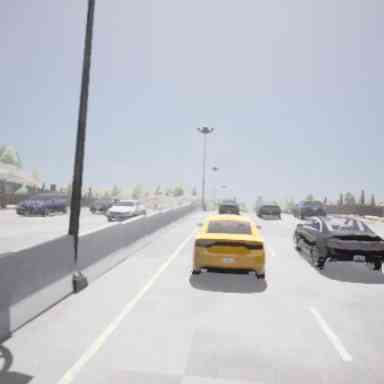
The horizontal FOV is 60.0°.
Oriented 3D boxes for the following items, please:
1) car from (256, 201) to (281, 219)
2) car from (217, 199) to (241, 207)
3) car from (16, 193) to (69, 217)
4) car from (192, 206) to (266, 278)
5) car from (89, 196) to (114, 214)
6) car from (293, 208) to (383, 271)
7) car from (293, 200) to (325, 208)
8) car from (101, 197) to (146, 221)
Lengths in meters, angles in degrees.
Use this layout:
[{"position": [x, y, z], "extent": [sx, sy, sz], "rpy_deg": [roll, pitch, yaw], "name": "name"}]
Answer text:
[{"position": [6.884, 1.545, 30.244], "extent": [2.128, 1.511, 4.902], "rpy_deg": [2, 0, 6], "name": "car"}, {"position": [3.387, 1.459, 30.457], "extent": [1.837, 1.490, 4.892], "rpy_deg": [2, 0, 6], "name": "car"}, {"position": [-11.408, 0.905, 25.692], "extent": [2.097, 1.767, 4.553], "rpy_deg": [2, 0, 7], "name": "car"}, {"position": [1.135, 1.454, 10.298], "extent": [1.882, 1.535, 5.008], "rpy_deg": [2, 0, 6], "name": "car"}, {"position": [-7.435, 1.140, 29.610], "extent": [2.128, 1.511, 4.902], "rpy_deg": [2, 0, 7], "name": "car"}, {"position": [4.771, 1.561, 11.328], "extent": [2.128, 1.511, 4.902], "rpy_deg": [2, 0, 6], "name": "car"}, {"position": [10.318, 1.498, 29.439], "extent": [2.097, 1.767, 4.553], "rpy_deg": [2, 0, 6], "name": "car"}, {"position": [-4.581, 1.275, 23.854], "extent": [1.812, 1.442, 4.674], "rpy_deg": [2, 0, 7], "name": "car"}]
